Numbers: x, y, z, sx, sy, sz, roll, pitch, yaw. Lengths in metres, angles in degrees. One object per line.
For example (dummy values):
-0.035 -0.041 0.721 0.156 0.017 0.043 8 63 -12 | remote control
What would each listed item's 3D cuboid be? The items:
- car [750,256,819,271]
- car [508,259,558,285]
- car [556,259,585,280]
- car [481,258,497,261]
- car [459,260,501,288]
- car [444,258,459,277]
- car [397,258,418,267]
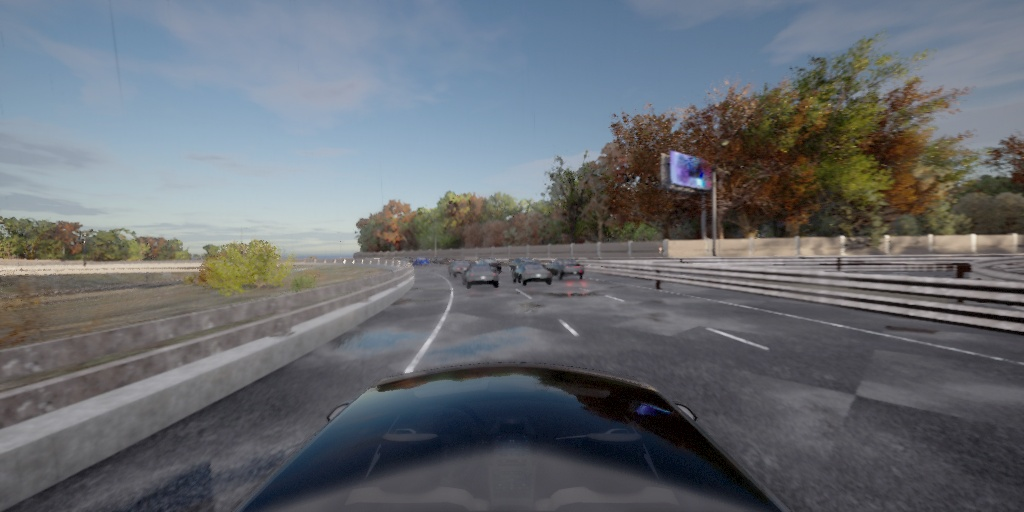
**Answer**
22.182 0.761 29.326 4.674 1.442 1.812 -1 0 18 | car
1.246 1.134 23.975 1.994 1.385 4.181 -1 0 -12 | car
3.976 0.994 27.964 2.128 1.511 4.902 -1 0 -13 | car
-2.580 1.003 37.604 1.882 1.535 5.008 -1 1 -19 | car
-2.035 1.191 22.541 1.994 1.385 4.181 -1 0 -12 | car
-4.731 1.137 33.034 2.033 1.411 5.357 -1 0 -17 | car
-18.089 1.081 61.024 1.837 1.490 4.892 -1 1 -34 | car
